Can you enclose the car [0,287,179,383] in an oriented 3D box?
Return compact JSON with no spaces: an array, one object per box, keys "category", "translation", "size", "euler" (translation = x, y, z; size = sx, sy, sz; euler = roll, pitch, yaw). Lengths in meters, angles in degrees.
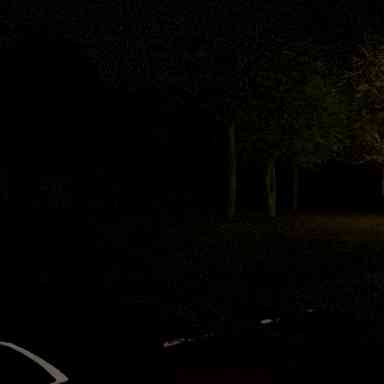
[{"category":"car","translation":[-2.465,1.554,2.126],"size":[4.892,1.490,1.837],"euler":[1,-1,-29]}]
